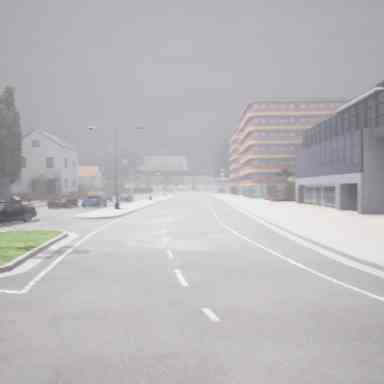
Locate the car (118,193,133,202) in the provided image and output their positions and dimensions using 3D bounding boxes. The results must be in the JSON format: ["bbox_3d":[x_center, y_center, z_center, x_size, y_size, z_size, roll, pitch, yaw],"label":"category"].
[{"bbox_3d":[-10.941,0.878,54.452,1.812,1.442,4.674,0,1,2],"label":"car"}]

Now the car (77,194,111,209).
[{"bbox_3d":[-11.262,1.089,38.556,1.812,1.442,4.674,0,1,1],"label":"car"}]

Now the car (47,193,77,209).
[{"bbox_3d":[-14.770,0.943,38.234,2.097,1.767,4.553,0,1,1],"label":"car"}]

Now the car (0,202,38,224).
[{"bbox_3d":[-11.938,1.348,20.912,2.033,1.411,5.357,0,1,7],"label":"car"}]
